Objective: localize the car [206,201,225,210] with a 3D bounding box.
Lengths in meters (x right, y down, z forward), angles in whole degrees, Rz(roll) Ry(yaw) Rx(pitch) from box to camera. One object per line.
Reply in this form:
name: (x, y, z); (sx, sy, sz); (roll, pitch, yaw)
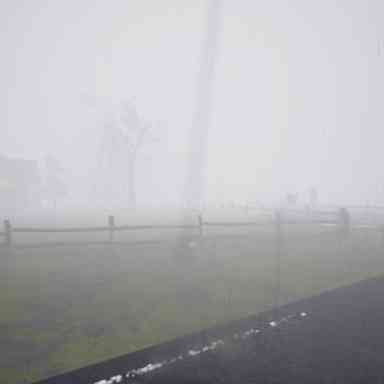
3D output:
car: (3.699, 2.170, 53.037); (1.812, 1.442, 4.674); (1, -1, -15)
